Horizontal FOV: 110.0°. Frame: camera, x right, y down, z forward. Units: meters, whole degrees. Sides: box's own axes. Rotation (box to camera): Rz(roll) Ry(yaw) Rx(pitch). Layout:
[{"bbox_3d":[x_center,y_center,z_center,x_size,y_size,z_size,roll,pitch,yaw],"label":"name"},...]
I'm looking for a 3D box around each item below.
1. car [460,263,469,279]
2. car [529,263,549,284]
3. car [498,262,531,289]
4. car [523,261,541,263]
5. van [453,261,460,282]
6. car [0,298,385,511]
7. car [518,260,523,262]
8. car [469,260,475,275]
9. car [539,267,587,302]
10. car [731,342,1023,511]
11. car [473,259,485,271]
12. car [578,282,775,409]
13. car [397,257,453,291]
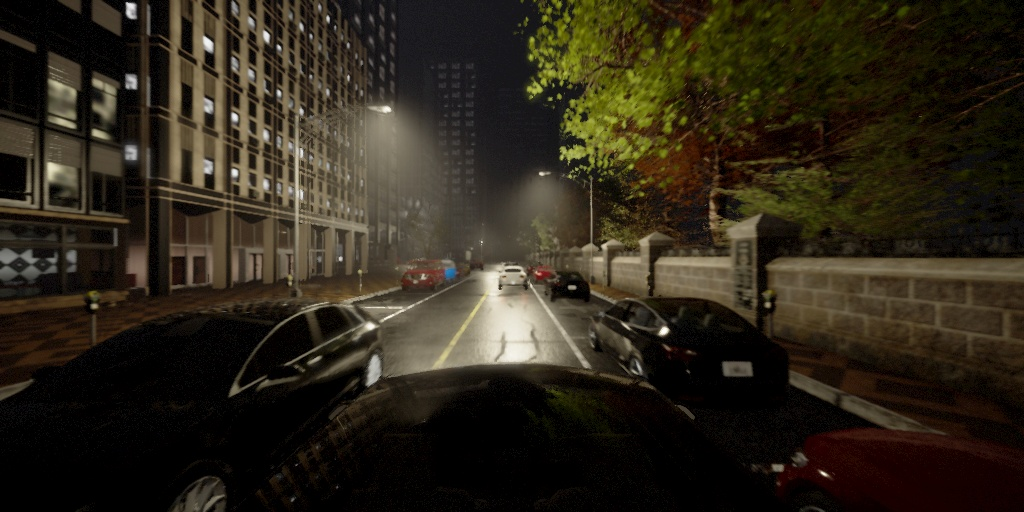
[{"bbox_3d":[-5.495,1.491,33.975,1.802,1.307,4.207,0,0,0],"label":"car"},{"bbox_3d":[2.537,1.446,28.353,1.802,1.307,4.207,0,0,0],"label":"car"},{"bbox_3d":[0.069,1.376,23.839,1.812,1.442,4.674,0,0,0],"label":"car"},{"bbox_3d":[2.523,1.352,39.453,1.967,1.591,4.097,0,0,0],"label":"car"},{"bbox_3d":[-5.488,1.226,28.434,1.690,1.789,3.998,0,0,0],"label":"van"},{"bbox_3d":[-2.847,1.272,3.660,1.837,1.490,4.892,0,0,0],"label":"car"},{"bbox_3d":[0.042,1.431,44.533,2.128,1.511,4.902,0,0,0],"label":"car"},{"bbox_3d":[-5.502,1.458,39.345,1.751,1.417,4.829,0,0,0],"label":"car"},{"bbox_3d":[2.552,1.381,17.253,1.948,1.339,4.313,0,0,0],"label":"car"},{"bbox_3d":[2.573,1.320,0.604,1.802,1.307,4.207,0,0,0],"label":"car"},{"bbox_3d":[-5.379,1.318,56.137,2.192,1.841,5.009,0,0,0],"label":"car"},{"bbox_3d":[2.566,1.330,6.153,1.948,1.339,4.313,0,0,0],"label":"car"},{"bbox_3d":[-5.481,1.176,22.893,2.192,1.841,5.009,0,0,0],"label":"car"}]
